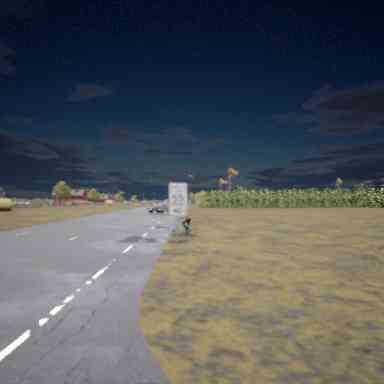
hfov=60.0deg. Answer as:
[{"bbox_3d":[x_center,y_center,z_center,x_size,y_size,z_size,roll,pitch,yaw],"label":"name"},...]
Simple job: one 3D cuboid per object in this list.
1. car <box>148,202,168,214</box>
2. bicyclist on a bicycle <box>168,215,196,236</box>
[{"bbox_3d":[-4.744,2.295,44.832,1.895,1.301,4.718,1,-1,-1],"label":"car"},{"bbox_3d":[-0.587,1.788,19.338,1.656,1.620,0.582,0,-1,-1],"label":"bicyclist on a bicycle"}]
